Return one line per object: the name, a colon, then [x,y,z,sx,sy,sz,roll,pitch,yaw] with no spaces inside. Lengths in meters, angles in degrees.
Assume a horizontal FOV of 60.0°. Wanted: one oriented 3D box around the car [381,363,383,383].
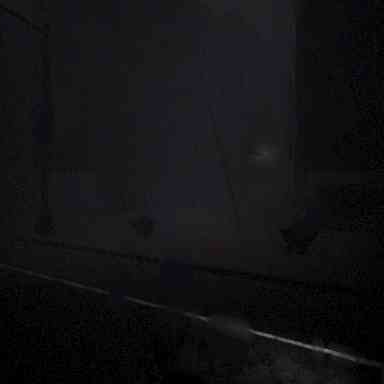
car: [3.498,1.527,1.496,4.674,1.442,1.812,0,0,36]
